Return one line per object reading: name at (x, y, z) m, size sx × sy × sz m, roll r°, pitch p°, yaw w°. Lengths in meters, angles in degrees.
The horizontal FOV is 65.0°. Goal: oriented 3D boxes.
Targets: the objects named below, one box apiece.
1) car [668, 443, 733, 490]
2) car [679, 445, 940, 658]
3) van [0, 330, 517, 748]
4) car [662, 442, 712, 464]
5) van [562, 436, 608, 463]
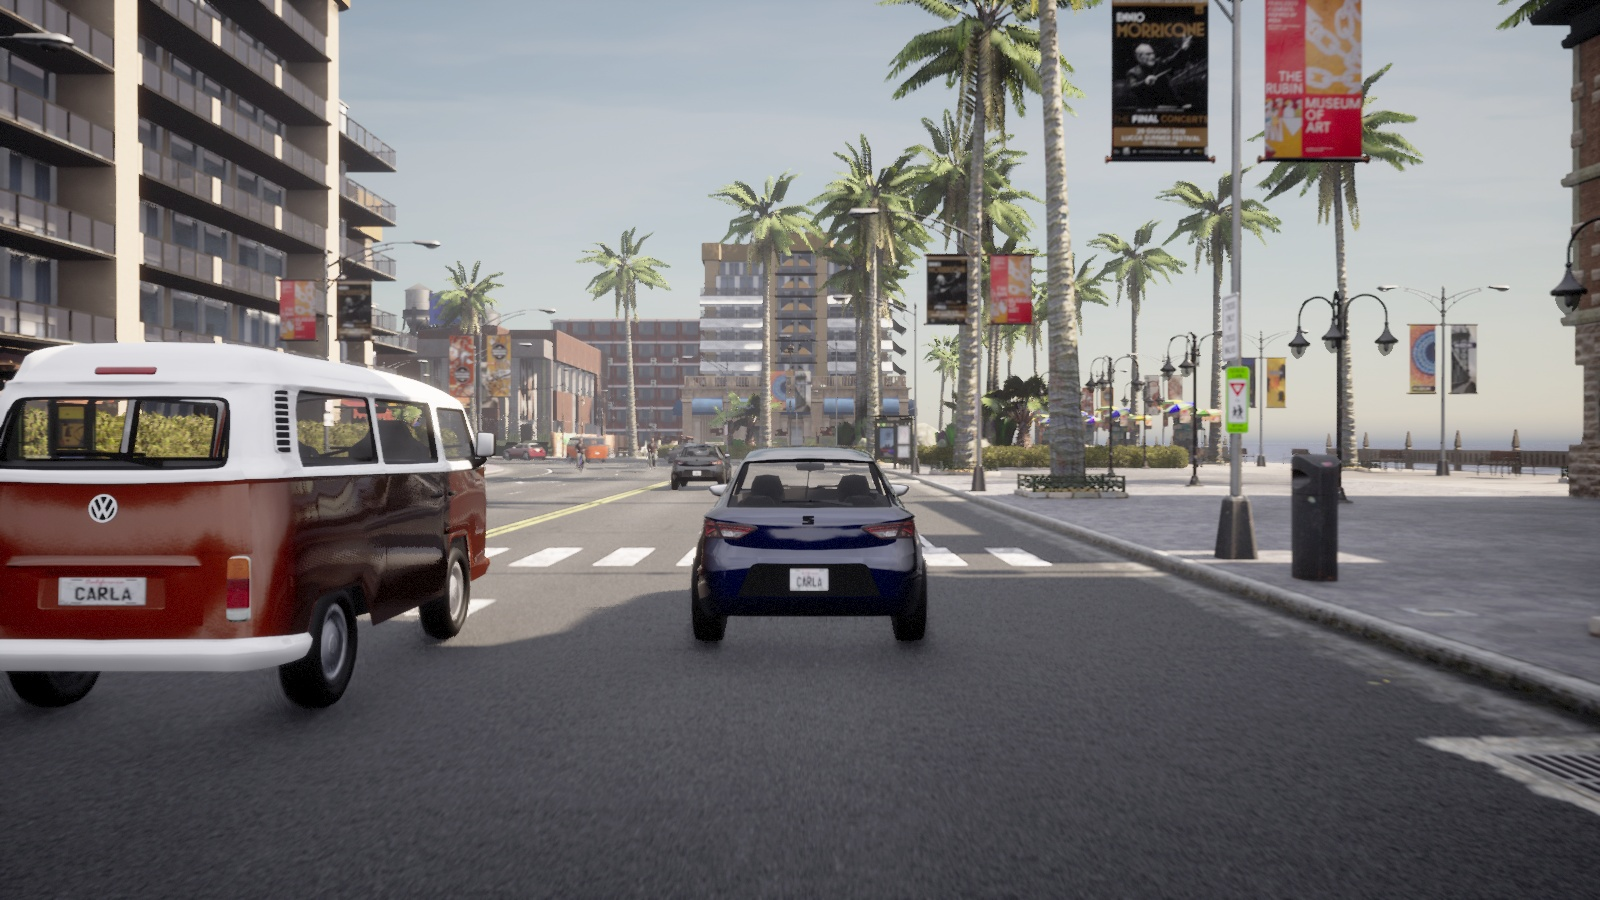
car at (-3.247, 0.522, 41.827) m, size 1.816 × 1.474 × 4.193 m, roll 0°, pitch 0°, yaw 0°
car at (0.077, 0.699, 10.855) m, size 1.816 × 1.474 × 4.193 m, roll 0°, pitch 0°, yaw 0°
van at (-3.437, 0.420, 8.368) m, size 2.069 × 2.038 × 4.480 m, roll 0°, pitch 0°, yaw 0°
car at (-7.963, 0.190, 88.209) m, size 2.007 × 1.525 × 4.514 m, roll 0°, pitch 0°, yaw -26°
van at (-16.333, -0.052, 95.401) m, size 1.775 × 1.987 × 4.442 m, roll 0°, pitch 0°, yaw -34°
